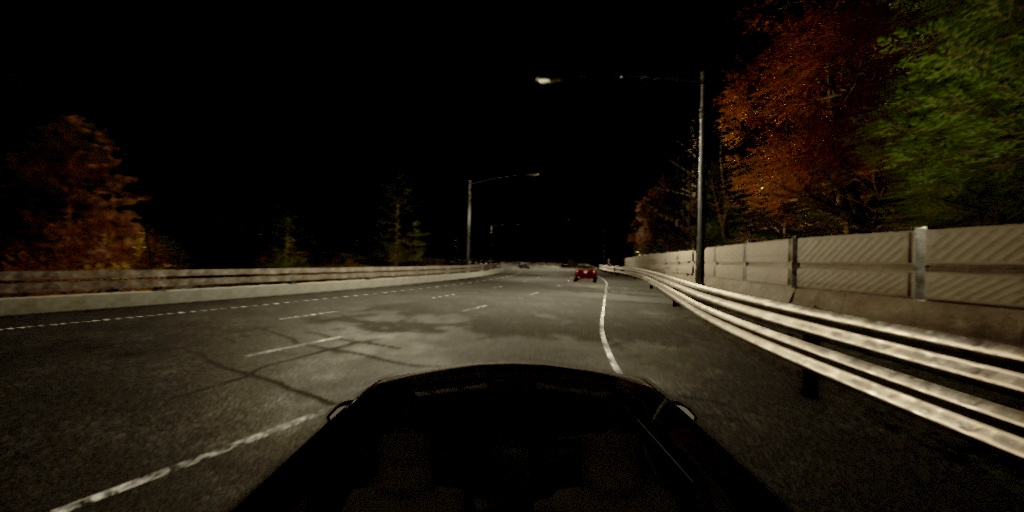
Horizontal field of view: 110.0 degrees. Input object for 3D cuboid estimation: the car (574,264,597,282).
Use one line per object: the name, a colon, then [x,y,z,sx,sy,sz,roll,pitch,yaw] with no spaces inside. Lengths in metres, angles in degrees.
car: [7.345,1.569,35.693,2.097,1.767,4.553,1,-1,12]
